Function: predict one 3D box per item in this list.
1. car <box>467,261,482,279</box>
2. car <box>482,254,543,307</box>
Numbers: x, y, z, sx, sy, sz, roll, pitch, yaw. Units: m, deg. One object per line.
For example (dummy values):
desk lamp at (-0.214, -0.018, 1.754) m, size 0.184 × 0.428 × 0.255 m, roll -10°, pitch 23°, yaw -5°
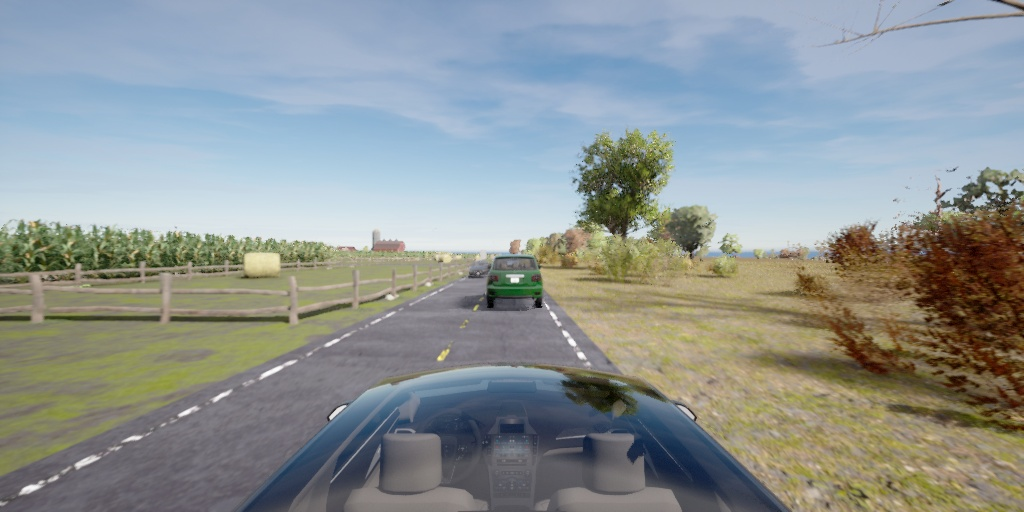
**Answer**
car at (-2.835, 1.217, 32.396) m, size 1.837 × 1.490 × 4.892 m, roll 0°, pitch 0°, yaw 0°
car at (0.105, 0.949, 15.439) m, size 2.150 × 2.045 × 5.566 m, roll 0°, pitch 0°, yaw 0°
